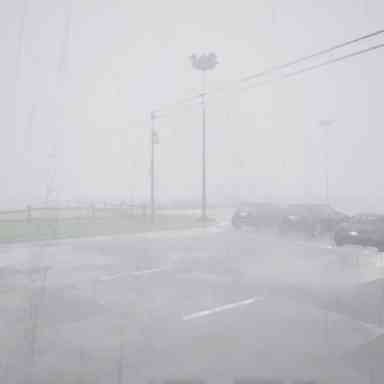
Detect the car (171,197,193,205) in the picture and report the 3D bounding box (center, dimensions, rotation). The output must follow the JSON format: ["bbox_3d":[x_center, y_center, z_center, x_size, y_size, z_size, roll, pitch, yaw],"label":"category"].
[{"bbox_3d":[-1.811,1.599,60.549,1.994,1.385,4.181,0,0,-36],"label":"car"}]

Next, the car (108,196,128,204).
[{"bbox_3d":[-14.878,1.568,66.652,2.033,1.411,5.357,0,0,-36],"label":"car"}]

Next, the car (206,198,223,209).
[{"bbox_3d":[1.378,1.505,44.233,1.882,1.535,5.008,0,0,-36],"label":"car"}]

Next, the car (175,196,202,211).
[{"bbox_3d":[-1.084,1.588,41.666,1.994,1.385,4.181,0,0,-36],"label":"car"}]

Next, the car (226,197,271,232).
[{"bbox_3d":[4.600,1.368,20.627,4.553,1.767,2.097,0,0,-40],"label":"car"}]

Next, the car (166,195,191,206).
[{"bbox_3d":[-2.277,1.383,55.200,2.097,1.767,4.553,0,0,-36],"label":"car"}]

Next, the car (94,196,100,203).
[{"bbox_3d":[-17.590,1.548,64.413,1.812,1.442,4.674,0,0,-36],"label":"car"}]

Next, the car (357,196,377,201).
[{"bbox_3d":[44.530,1.618,84.630,1.895,1.301,4.718,0,0,-14],"label":"car"}]

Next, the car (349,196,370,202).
[{"bbox_3d":[38.707,1.618,76.998,2.033,1.411,5.357,0,0,-7],"label":"car"}]

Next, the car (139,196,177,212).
[{"bbox_3d":[-4.179,1.546,39.966,1.812,1.442,4.674,0,0,-36],"label":"car"}]

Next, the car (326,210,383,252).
[{"bbox_3d":[7.835,1.579,14.215,4.181,1.385,1.994,0,0,-39],"label":"car"}]

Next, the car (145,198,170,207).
[{"bbox_3d":[-5.648,1.628,53.872,1.895,1.301,4.718,0,0,-36],"label":"car"}]

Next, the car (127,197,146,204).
[{"bbox_3d":[-11.436,1.620,67.873,1.895,1.301,4.718,0,0,-36],"label":"car"}]

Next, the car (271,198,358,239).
[{"bbox_3d":[6.645,1.368,17.785,4.553,1.767,2.097,0,0,-40],"label":"car"}]

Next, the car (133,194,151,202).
[{"bbox_3d":[-11.078,1.254,73.317,2.097,1.767,4.553,0,0,-36],"label":"car"}]

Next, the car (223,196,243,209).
[{"bbox_3d":[4.612,1.595,45.743,1.994,1.385,4.181,0,0,-36],"label":"car"}]

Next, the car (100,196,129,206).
[{"bbox_3d":[-11.813,1.621,50.436,1.895,1.301,4.718,0,0,-36],"label":"car"}]

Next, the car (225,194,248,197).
[{"bbox_3d":[6.896,1.257,48.576,2.150,2.045,5.566,0,0,-36],"label":"car"}]

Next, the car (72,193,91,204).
[{"bbox_3d":[-21.034,1.255,63.200,2.150,2.045,5.566,0,0,-36],"label":"car"}]

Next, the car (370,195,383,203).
[{"bbox_3d":[42.350,1.579,74.031,1.837,1.490,4.892,0,0,0],"label":"car"}]

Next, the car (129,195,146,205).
[{"bbox_3d":[-8.418,1.587,51.726,1.994,1.385,4.181,0,0,-36],"label":"car"}]

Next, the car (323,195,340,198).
[{"bbox_3d":[36.482,1.559,87.037,1.882,1.535,5.008,0,0,-21],"label":"car"}]
